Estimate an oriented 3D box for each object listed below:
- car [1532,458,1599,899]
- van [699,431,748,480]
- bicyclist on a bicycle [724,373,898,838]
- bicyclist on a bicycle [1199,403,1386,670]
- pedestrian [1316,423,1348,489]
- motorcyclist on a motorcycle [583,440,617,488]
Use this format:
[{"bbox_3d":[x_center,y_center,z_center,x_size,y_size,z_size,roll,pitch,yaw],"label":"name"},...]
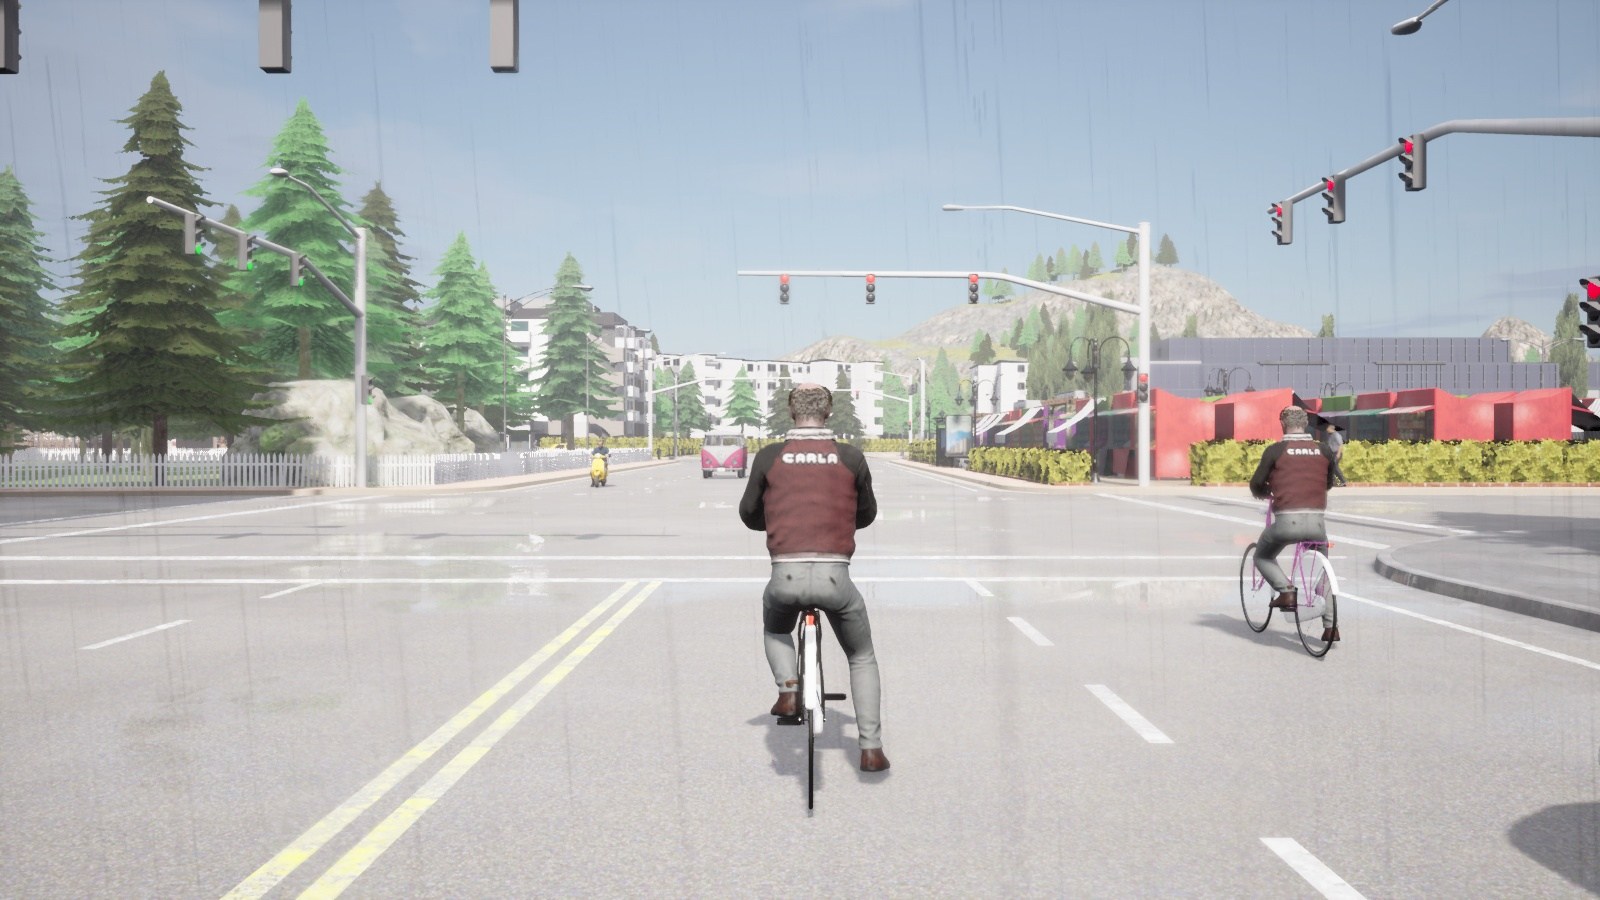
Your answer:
[{"bbox_3d":[3.526,0.763,2.164,1.812,1.442,4.674,0,0,0],"label":"car"},{"bbox_3d":[-3.203,0.196,53.284,1.775,1.987,4.442,0,0,0],"label":"van"},{"bbox_3d":[0.046,0.585,5.708,0.659,1.776,1.843,0,1,0],"label":"bicyclist on a bicycle"},{"bbox_3d":[3.564,0.568,9.269,0.659,1.776,1.843,0,1,0],"label":"bicyclist on a bicycle"},{"bbox_3d":[15.021,0.157,35.467,0.694,1.848,0.540,0,0,3],"label":"pedestrian"},{"bbox_3d":[-6.760,0.454,42.533,0.866,1.590,1.817,0,0,0],"label":"motorcyclist on a motorcycle"}]
